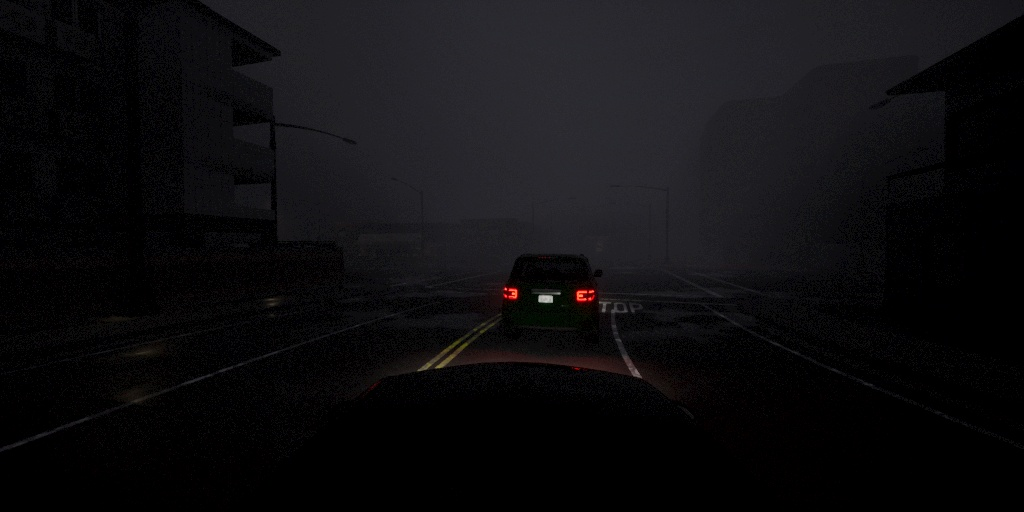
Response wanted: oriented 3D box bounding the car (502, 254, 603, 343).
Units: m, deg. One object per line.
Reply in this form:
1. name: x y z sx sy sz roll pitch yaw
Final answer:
1. car: 1.274 0.958 9.921 2.150 2.045 5.566 0 0 13
